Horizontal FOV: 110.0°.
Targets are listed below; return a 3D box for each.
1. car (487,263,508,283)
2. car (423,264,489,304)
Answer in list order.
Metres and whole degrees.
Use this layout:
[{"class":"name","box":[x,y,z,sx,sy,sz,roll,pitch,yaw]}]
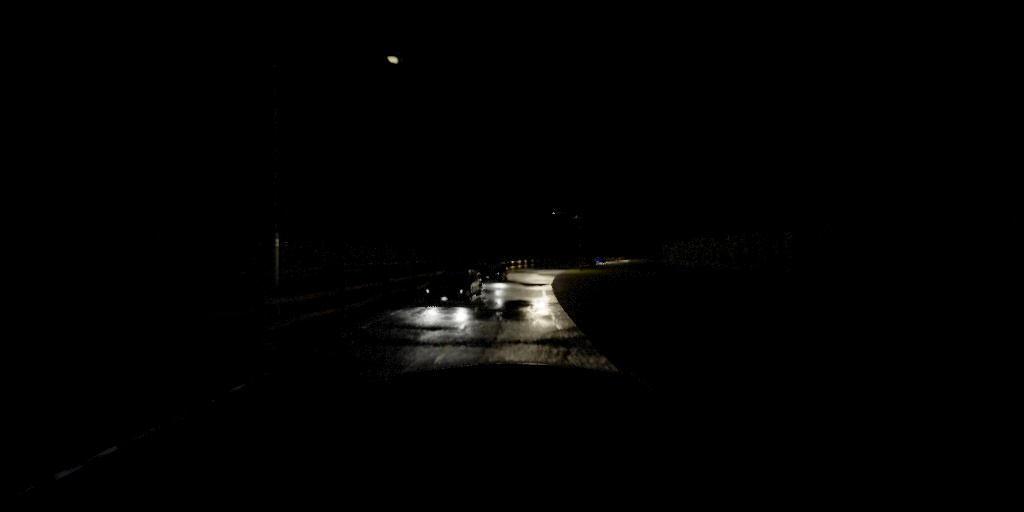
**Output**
[{"class":"car","box":[-1.475,1.273,28.385,1.812,1.442,4.674,0,0,8]},{"class":"car","box":[-2.550,1.302,16.808,2.033,1.411,5.357,0,0,3]}]
